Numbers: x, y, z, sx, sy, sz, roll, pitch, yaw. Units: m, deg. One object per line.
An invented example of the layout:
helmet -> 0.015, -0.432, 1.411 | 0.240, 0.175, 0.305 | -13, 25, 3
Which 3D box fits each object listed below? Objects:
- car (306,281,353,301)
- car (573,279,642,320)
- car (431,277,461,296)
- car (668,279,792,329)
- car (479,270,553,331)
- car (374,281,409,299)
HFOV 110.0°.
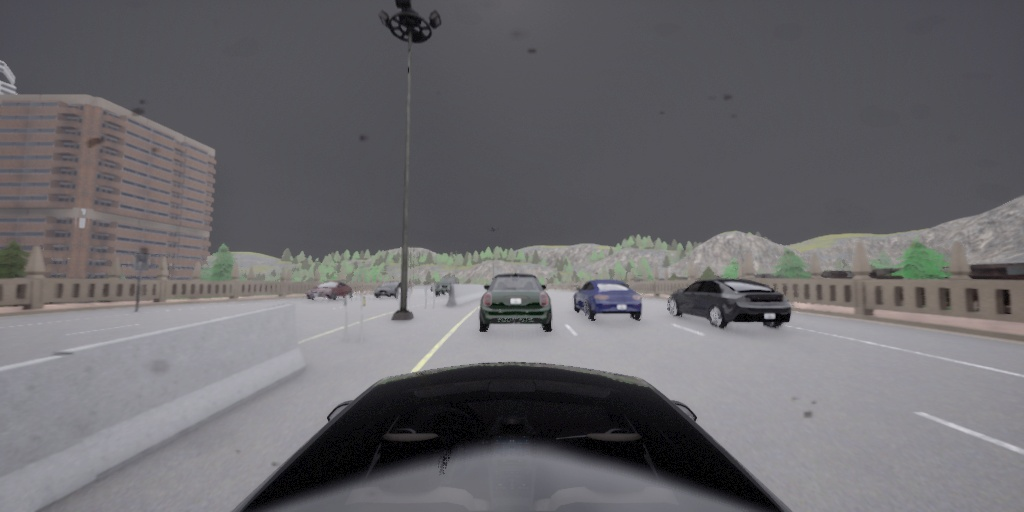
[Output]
car -> -14.075, 2.695, 28.070 | 1.812, 1.442, 4.674 | 0, -5, 0
car -> 3.609, 1.638, 14.078 | 1.812, 1.442, 4.674 | 0, -3, 0
car -> -7.063, 3.384, 40.286 | 2.150, 2.045, 5.566 | 0, -5, 0
car -> 7.108, 1.524, 12.315 | 1.837, 1.490, 4.892 | 0, -3, 0
car -> 0.108, 1.361, 12.039 | 2.097, 1.767, 4.553 | 0, -3, 0
car -> -10.573, 2.983, 31.861 | 1.837, 1.490, 4.892 | 0, -5, 0
